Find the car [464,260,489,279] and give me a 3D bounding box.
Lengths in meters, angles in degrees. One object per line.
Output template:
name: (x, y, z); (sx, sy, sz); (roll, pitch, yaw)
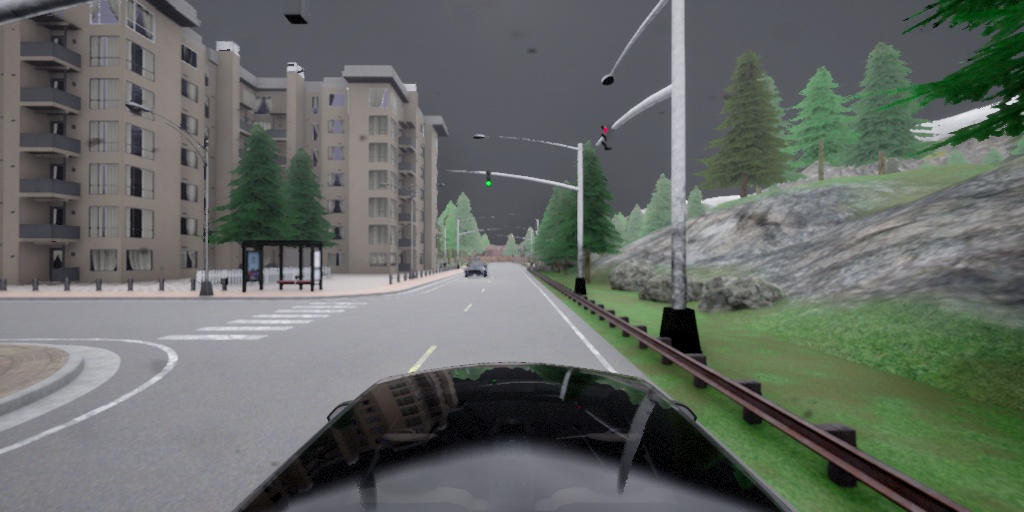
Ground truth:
car: (-3.471, 1.216, 35.615); (2.097, 1.767, 4.553); (0, -1, 0)
